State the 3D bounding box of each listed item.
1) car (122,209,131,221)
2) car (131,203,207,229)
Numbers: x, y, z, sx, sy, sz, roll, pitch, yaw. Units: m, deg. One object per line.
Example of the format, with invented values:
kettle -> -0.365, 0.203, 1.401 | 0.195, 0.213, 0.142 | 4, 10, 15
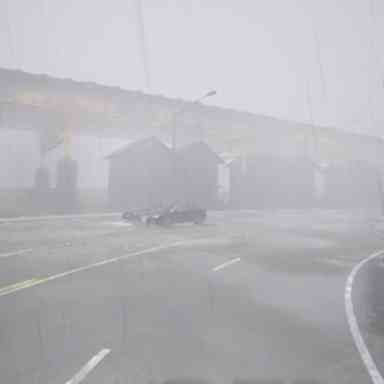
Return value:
car -> -3.054, 1.515, 24.742 | 4.181, 1.385, 1.994 | 1, 0, -43
car -> -1.125, 1.478, 21.793 | 4.902, 1.511, 2.128 | 1, 0, -43
